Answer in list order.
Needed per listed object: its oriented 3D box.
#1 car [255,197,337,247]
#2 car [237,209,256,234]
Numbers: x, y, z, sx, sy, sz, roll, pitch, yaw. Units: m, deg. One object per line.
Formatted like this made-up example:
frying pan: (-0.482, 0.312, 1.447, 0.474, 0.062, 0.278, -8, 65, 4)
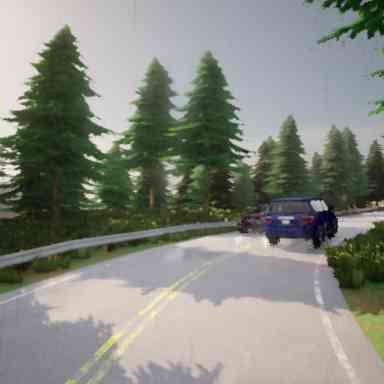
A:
car: (5.117, 1.255, 15.299, 2.150, 2.045, 5.566, -3, -1, 32)
car: (4.612, 1.519, 19.967, 2.097, 1.767, 4.553, -4, -2, 40)
